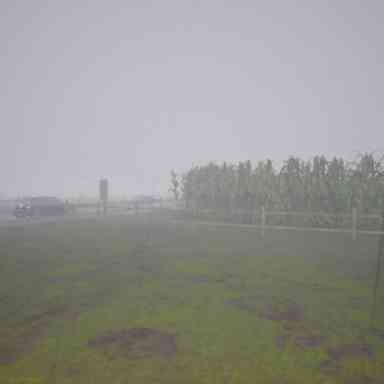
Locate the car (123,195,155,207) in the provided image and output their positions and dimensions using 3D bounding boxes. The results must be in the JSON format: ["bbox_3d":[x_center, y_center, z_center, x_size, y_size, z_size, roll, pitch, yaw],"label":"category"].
[{"bbox_3d":[-6.504,1.100,41.576,1.837,1.490,4.892,0,1,30],"label":"car"}]

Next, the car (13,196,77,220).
[{"bbox_3d":[-11.275,1.103,25.891,2.097,1.767,4.553,0,1,30],"label":"car"}]
